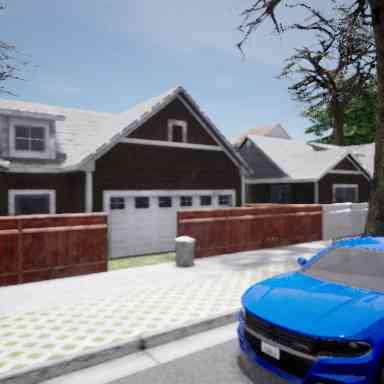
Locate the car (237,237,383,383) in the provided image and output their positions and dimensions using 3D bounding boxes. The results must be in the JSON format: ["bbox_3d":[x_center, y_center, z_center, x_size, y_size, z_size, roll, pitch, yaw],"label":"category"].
[{"bbox_3d":[2.900,1.475,5.095,5.008,1.535,1.882,0,0,-35],"label":"car"}]
